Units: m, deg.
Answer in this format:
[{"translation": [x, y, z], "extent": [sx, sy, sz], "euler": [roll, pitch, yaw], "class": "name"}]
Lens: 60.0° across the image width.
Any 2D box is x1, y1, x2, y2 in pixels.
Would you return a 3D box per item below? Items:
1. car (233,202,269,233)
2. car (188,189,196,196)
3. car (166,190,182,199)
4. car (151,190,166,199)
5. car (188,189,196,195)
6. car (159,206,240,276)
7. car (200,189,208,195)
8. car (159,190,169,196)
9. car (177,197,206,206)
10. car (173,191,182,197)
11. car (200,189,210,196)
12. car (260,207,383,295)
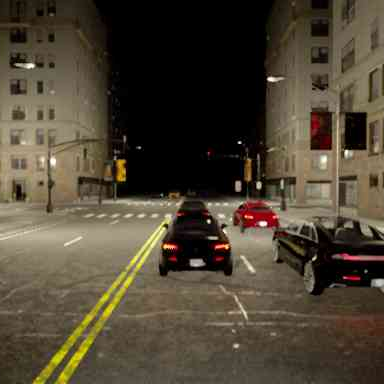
[{"translation": [3.238, 1.244, 17.395], "extent": [1.812, 1.442, 4.674], "euler": [0, 1, 0], "class": "car"}, {"translation": [-0.056, 0.313, 79.772], "extent": [1.895, 1.301, 4.718], "euler": [0, 1, 0], "class": "car"}, {"translation": [-3.328, 0.470, 63.046], "extent": [1.882, 1.535, 5.008], "euler": [0, 1, 1], "class": "car"}, {"translation": [-6.572, 0.541, 62.989], "extent": [2.033, 1.411, 5.357], "euler": [0, 1, 1], "class": "car"}, {"translation": [-0.064, -0.021, 89.742], "extent": [1.994, 1.385, 4.181], "euler": [0, 1, 0], "class": "car"}, {"translation": [0.091, 1.367, 9.692], "extent": [1.812, 1.442, 4.674], "euler": [0, 1, 0], "class": "car"}, {"translation": [3.186, -0.021, 89.744], "extent": [1.994, 1.385, 4.181], "euler": [0, 1, 0], "class": "car"}, {"translation": [-6.556, 0.240, 78.404], "extent": [1.837, 1.490, 4.892], "euler": [0, 1, 0], "class": "car"}, {"translation": [0.086, 1.225, 18.600], "extent": [1.812, 1.442, 4.674], "euler": [0, 1, 0], "class": "car"}, {"translation": [-3.306, 0.339, 78.205], "extent": [1.895, 1.301, 4.718], "euler": [0, 1, 0], "class": "car"}, {"translation": [3.193, 0.264, 79.327], "extent": [2.033, 1.411, 5.357], "euler": [0, 1, 0], "class": "car"}, {"translation": [3.333, 1.355, 8.301], "extent": [2.128, 1.511, 4.902], "euler": [0, 1, 0], "class": "car"}]
